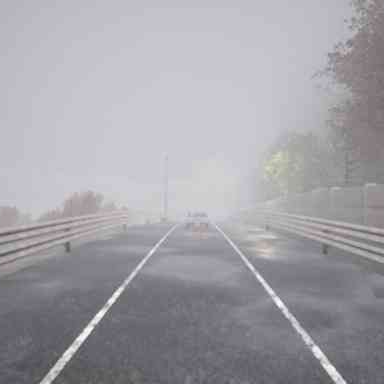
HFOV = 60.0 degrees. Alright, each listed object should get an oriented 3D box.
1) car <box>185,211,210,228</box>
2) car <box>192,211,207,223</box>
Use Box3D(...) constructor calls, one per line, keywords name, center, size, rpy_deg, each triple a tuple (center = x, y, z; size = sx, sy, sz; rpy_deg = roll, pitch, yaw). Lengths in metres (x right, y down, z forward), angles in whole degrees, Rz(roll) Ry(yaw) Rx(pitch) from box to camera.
Box3D(name="car", center=(0.458, 2.294, 27.692), size=(1.895, 1.301, 4.718), rpy_deg=(0, -3, 1))
Box3D(name="car", center=(1.057, 3.327, 45.151), size=(1.837, 1.490, 4.892), rpy_deg=(0, -4, 4))
